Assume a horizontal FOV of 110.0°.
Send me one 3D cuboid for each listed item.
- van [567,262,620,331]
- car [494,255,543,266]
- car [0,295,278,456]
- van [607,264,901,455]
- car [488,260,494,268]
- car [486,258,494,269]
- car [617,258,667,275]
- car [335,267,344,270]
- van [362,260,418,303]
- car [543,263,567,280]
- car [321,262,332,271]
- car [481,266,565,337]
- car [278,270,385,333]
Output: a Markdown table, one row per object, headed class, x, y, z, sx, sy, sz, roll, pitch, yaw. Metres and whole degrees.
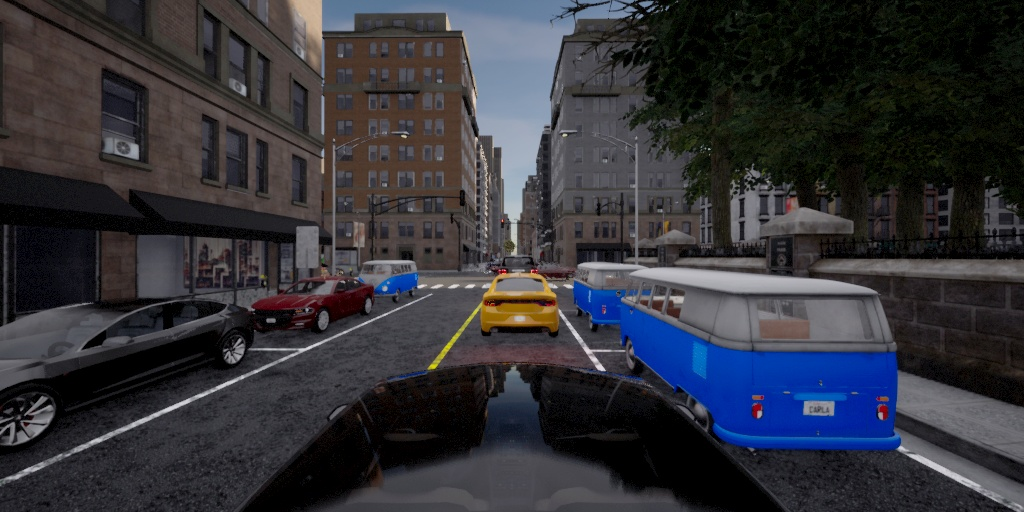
| class | x | y | z | sx | sy | sz | roll | pitch | yaw |
| --- | --- | --- | --- | --- | --- | --- | --- | --- | --- |
| van | 2.824 | 1.089 | 10.634 | 1.690 | 1.789 | 3.998 | 0 | 0 | 1 |
| car | 0.322 | 0.964 | 20.336 | 2.150 | 2.045 | 5.566 | 0 | 0 | 0 |
| car | -5.810 | 1.315 | 5.133 | 1.948 | 1.339 | 4.313 | 0 | 0 | 1 |
| van | 2.713 | 1.090 | 4.978 | 1.690 | 1.789 | 3.998 | 0 | 0 | 1 |
| car | -0.365 | 1.336 | 39.239 | 1.895 | 1.301 | 4.718 | 0 | 0 | 27 |
| car | -2.325 | 1.082 | 49.585 | 2.097 | 1.767 | 4.553 | 0 | 0 | 2 |
| car | 13.839 | 1.090 | 38.347 | 4.553 | 1.767 | 2.097 | 0 | 0 | 0 |
| car | -17.469 | 1.246 | 31.837 | 4.892 | 1.490 | 1.837 | 0 | 0 | 0 |
| van | -5.589 | 1.086 | 16.451 | 1.690 | 1.789 | 3.998 | 0 | 0 | 1 |
| car | 3.025 | 1.241 | 28.461 | 4.674 | 1.442 | 1.812 | 0 | 0 | 0 |
| car | -17.160 | 1.083 | 28.586 | 4.553 | 1.767 | 2.097 | 0 | 0 | 0 |
| car | 0.221 | 1.226 | 10.380 | 1.882 | 1.535 | 5.008 | 0 | 0 | 1 |
| car | -5.700 | 1.293 | 10.792 | 1.888 | 1.381 | 4.507 | 0 | 0 | 1 |
